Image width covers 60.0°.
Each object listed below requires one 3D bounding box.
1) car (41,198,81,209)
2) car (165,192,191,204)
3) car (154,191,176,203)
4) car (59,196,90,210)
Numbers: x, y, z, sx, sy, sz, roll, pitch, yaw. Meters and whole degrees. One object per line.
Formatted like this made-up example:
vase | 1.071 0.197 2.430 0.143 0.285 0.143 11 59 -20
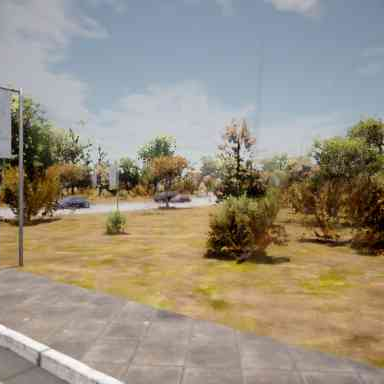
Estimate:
car | -17.817 1.581 45.448 1.895 1.301 4.718 0 0 39
car | -2.055 1.253 59.488 1.812 1.442 4.674 0 1 38
car | -4.728 0.934 61.746 2.150 2.045 5.566 0 1 37
car | -15.515 1.336 42.723 2.097 1.767 4.553 0 0 39
